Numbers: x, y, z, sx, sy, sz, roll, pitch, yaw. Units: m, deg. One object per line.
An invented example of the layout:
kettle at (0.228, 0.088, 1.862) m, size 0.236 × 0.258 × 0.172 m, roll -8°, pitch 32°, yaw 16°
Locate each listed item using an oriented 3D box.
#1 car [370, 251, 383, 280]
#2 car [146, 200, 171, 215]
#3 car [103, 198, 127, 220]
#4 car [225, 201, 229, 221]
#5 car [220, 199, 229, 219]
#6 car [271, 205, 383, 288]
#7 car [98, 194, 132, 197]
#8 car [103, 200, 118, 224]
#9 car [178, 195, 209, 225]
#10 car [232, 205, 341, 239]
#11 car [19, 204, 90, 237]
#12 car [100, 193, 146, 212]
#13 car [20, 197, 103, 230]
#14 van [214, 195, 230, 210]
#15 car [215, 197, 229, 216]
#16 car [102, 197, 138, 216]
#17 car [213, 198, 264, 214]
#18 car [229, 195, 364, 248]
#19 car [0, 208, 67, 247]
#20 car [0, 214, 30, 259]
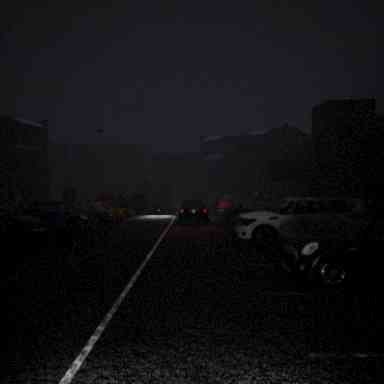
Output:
car at (4.620, 1.507, 3.017) m, size 4.792 × 1.488 × 2.163 m, roll 0°, pitch 0°, yaw 0°
car at (-3.144, 1.512, 33.332) m, size 1.994 × 1.385 × 4.181 m, roll 0°, pitch 1°, yaw -1°
car at (-7.861, 1.459, 24.634) m, size 5.366 × 1.575 × 1.946 m, roll 0°, pitch 0°, yaw 0°
car at (4.659, 1.467, 19.777) m, size 4.892 × 1.521 × 2.231 m, roll 0°, pitch 0°, yaw 0°
car at (4.647, 1.465, 22.695) m, size 4.892 × 1.521 × 2.231 m, roll 0°, pitch 0°, yaw 0°
car at (4.682, 1.348, 8.727) m, size 4.553 × 1.767 × 2.185 m, roll 0°, pitch 0°, yaw 0°
car at (-7.645, 1.328, 30.515) m, size 4.553 × 1.767 × 2.185 m, roll 0°, pitch 0°, yaw 0°
car at (-7.683, 1.465, 21.571) m, size 4.892 × 1.521 × 2.231 m, roll 0°, pitch 0°, yaw 0°
car at (0.104, 1.334, 24.315) m, size 2.097 × 1.767 × 4.553 m, roll 0°, pitch 0°, yaw 0°
car at (4.646, 1.468, 16.984) m, size 5.008 × 1.535 × 2.097 m, roll 0°, pitch 0°, yaw 0°
car at (-7.707, 1.498, 15.820) m, size 4.792 × 1.488 × 2.163 m, roll 0°, pitch 0°, yaw 0°
car at (-7.646, 1.128, 36.286) m, size 5.566 × 2.045 × 2.435 m, roll 0°, pitch 1°, yaw 0°
car at (-7.709, 1.341, 18.758) m, size 4.553 × 1.767 × 2.185 m, roll 0°, pitch 0°, yaw 0°
van at (4.538, 1.226, 30.948) m, size 4.442 × 1.987 × 1.878 m, roll 0°, pitch 1°, yaw 0°
car at (4.661, 1.461, 28.155) m, size 4.892 × 1.521 × 2.231 m, roll 0°, pitch 0°, yaw 0°
car at (-7.491, 1.457, 27.574) m, size 5.366 × 1.575 × 1.946 m, roll 0°, pitch 0°, yaw 0°
car at (4.649, 1.424, 33.758) m, size 4.892 × 1.521 × 2.231 m, roll 0°, pitch 1°, yaw 0°
car at (4.624, 1.219, 14.189) m, size 5.566 × 2.045 × 2.435 m, roll 0°, pitch 0°, yaw 0°
car at (-7.675, 1.511, 12.881) m, size 4.674 × 1.452 × 2.002 m, roll 0°, pitch 0°, yaw 0°
car at (-7.676, 1.513, 9.818) m, size 4.674 × 1.452 × 2.002 m, roll 0°, pitch 0°, yaw 0°
